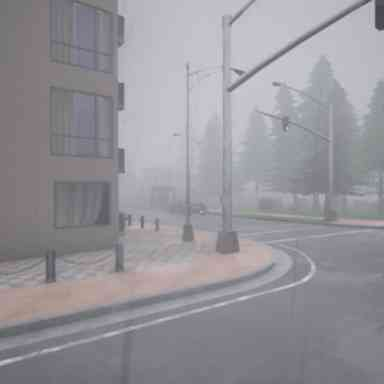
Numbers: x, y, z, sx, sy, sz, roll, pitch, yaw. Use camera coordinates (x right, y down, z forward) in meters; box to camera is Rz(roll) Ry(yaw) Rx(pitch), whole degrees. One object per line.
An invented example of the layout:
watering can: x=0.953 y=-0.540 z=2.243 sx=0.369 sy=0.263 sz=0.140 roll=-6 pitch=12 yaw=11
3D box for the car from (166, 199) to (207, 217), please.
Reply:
car: x=-0.580 y=1.407 z=29.821 sx=1.837 sy=1.490 sz=4.892 roll=0 pitch=0 yaw=-35
